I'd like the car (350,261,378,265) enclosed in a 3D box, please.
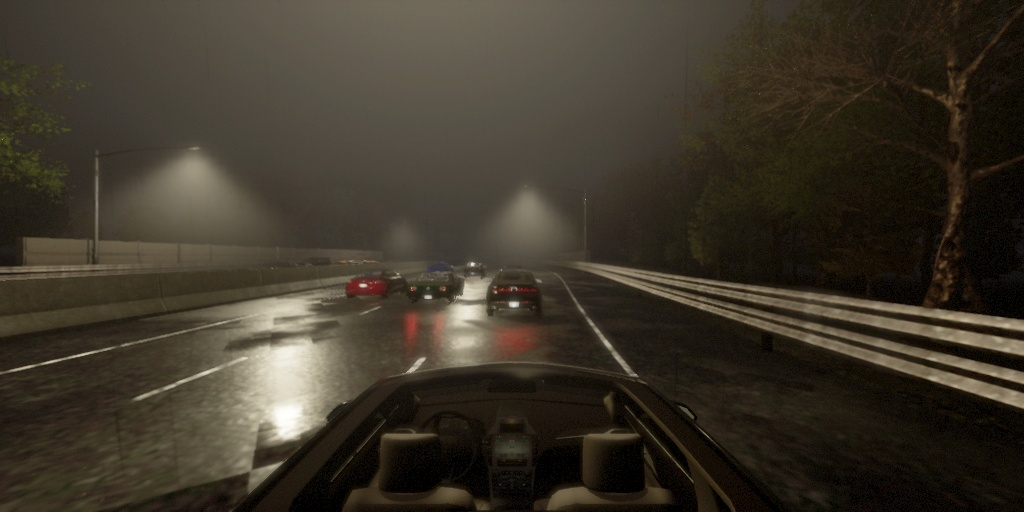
[{"bbox_3d":[-17.609,1.366,44.202,1.882,1.535,5.008,0,0,0],"label":"car"}]

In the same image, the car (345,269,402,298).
[{"bbox_3d":[-6.915,1.363,18.681,1.994,1.385,4.181,0,0,0],"label":"car"}]

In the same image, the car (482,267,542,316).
[{"bbox_3d":[0.075,1.285,13.442,1.837,1.490,4.892,0,-1,0],"label":"car"}]

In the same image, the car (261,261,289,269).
[{"bbox_3d":[-28.033,1.390,43.165,1.837,1.490,4.892,0,0,-1],"label":"car"}]

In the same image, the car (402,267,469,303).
[{"bbox_3d":[-3.415,1.395,16.907,1.895,1.301,4.718,0,0,0],"label":"car"}]

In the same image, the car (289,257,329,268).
[{"bbox_3d":[-24.605,1.114,44.656,2.150,2.045,5.566,0,0,0],"label":"car"}]

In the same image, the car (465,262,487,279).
[{"bbox_3d":[-3.422,1.341,33.682,2.128,1.511,4.902,0,0,0],"label":"car"}]

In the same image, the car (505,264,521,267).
[{"bbox_3d":[0.072,1.380,28.718,2.033,1.411,5.357,0,0,0],"label":"car"}]

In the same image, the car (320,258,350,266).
[{"bbox_3d":[-21.108,1.366,44.163,1.882,1.535,5.008,0,0,0],"label":"car"}]

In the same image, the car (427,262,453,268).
[{"bbox_3d":[-6.921,1.331,34.891,1.882,1.535,5.008,0,0,0],"label":"car"}]
